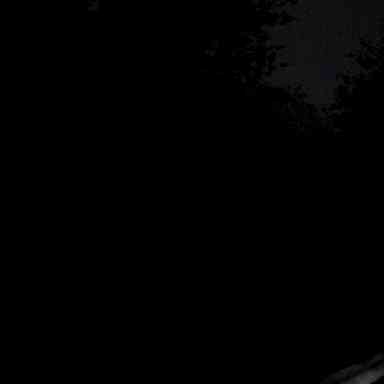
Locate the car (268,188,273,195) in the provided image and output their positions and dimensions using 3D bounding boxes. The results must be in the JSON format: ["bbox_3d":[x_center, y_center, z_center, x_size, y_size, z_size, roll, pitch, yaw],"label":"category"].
[{"bbox_3d":[8.262,-0.134,40.939,2.163,1.488,4.792,5,3,36],"label":"car"}]
